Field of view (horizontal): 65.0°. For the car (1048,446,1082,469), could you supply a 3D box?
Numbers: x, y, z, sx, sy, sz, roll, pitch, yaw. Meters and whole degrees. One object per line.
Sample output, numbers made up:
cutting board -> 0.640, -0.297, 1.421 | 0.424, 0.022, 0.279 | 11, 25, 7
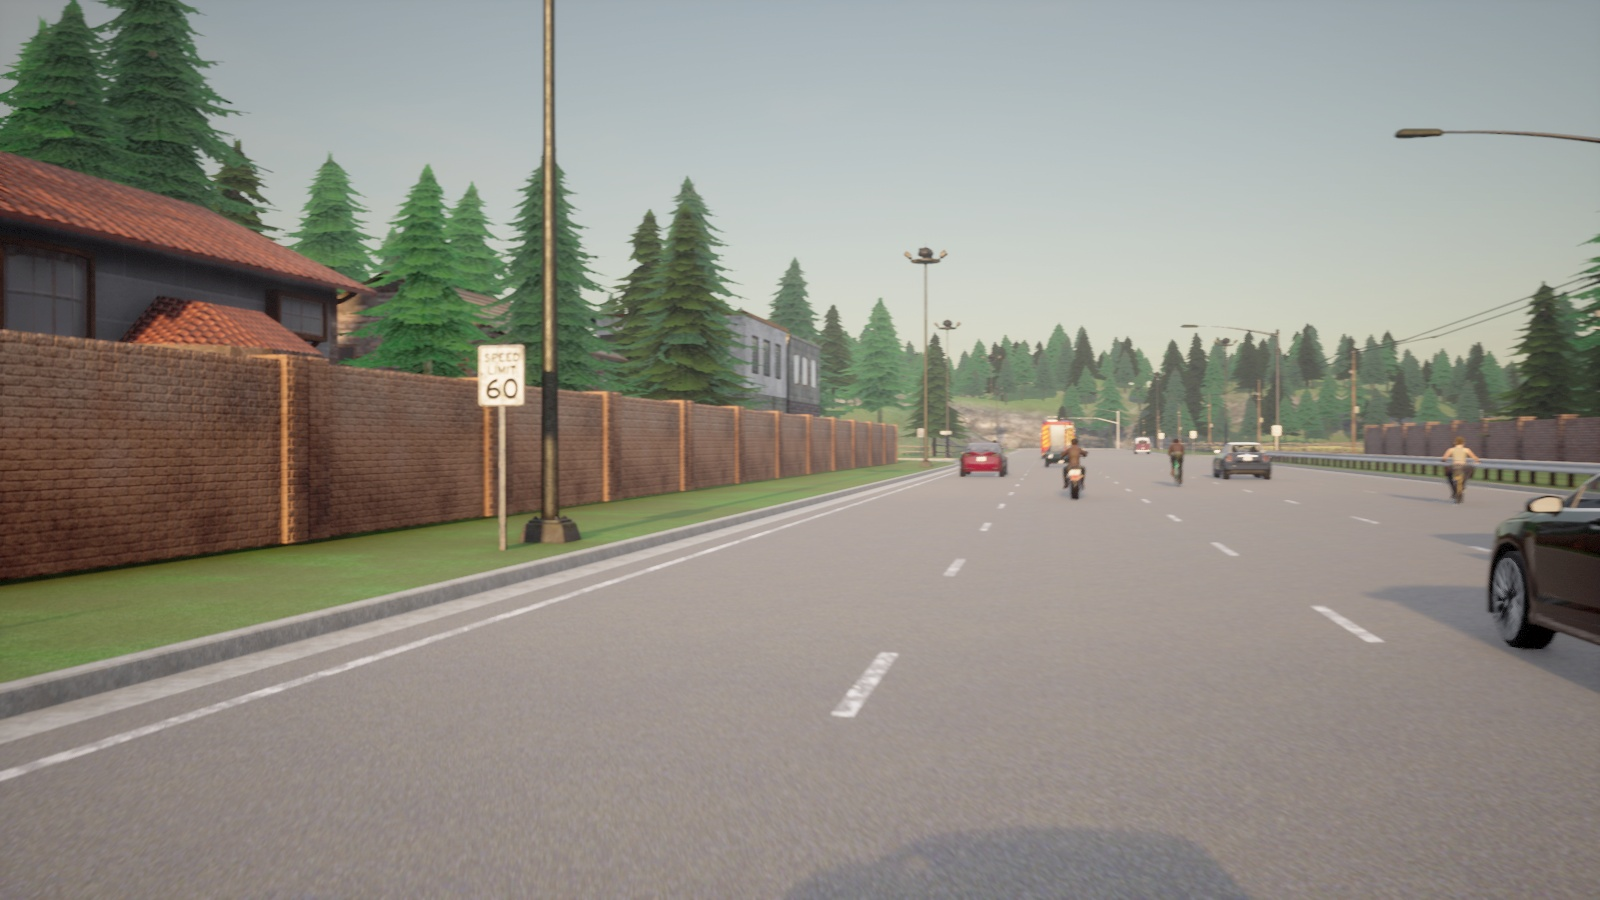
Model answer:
car -> 15.875, 0.412, 75.358 | 1.895, 1.301, 4.718 | 0, 0, 11

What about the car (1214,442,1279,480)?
car -> 18.135, 0.419, 51.172 | 1.970, 1.475, 3.806 | 0, 0, 11

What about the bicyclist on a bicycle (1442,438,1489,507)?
bicyclist on a bicycle -> 15.899, 0.514, 29.974 | 0.866, 1.612, 1.509 | 0, 0, 33

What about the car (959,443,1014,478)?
car -> 8.329, 0.424, 55.661 | 2.163, 1.488, 4.792 | 0, 0, 11

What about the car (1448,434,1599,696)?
car -> 5.731, 0.661, 7.404 | 2.128, 1.511, 4.902 | 0, 0, 11

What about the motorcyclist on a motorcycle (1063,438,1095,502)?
motorcyclist on a motorcycle -> 7.431, 0.504, 33.521 | 0.766, 1.649, 2.350 | 0, 0, 11
